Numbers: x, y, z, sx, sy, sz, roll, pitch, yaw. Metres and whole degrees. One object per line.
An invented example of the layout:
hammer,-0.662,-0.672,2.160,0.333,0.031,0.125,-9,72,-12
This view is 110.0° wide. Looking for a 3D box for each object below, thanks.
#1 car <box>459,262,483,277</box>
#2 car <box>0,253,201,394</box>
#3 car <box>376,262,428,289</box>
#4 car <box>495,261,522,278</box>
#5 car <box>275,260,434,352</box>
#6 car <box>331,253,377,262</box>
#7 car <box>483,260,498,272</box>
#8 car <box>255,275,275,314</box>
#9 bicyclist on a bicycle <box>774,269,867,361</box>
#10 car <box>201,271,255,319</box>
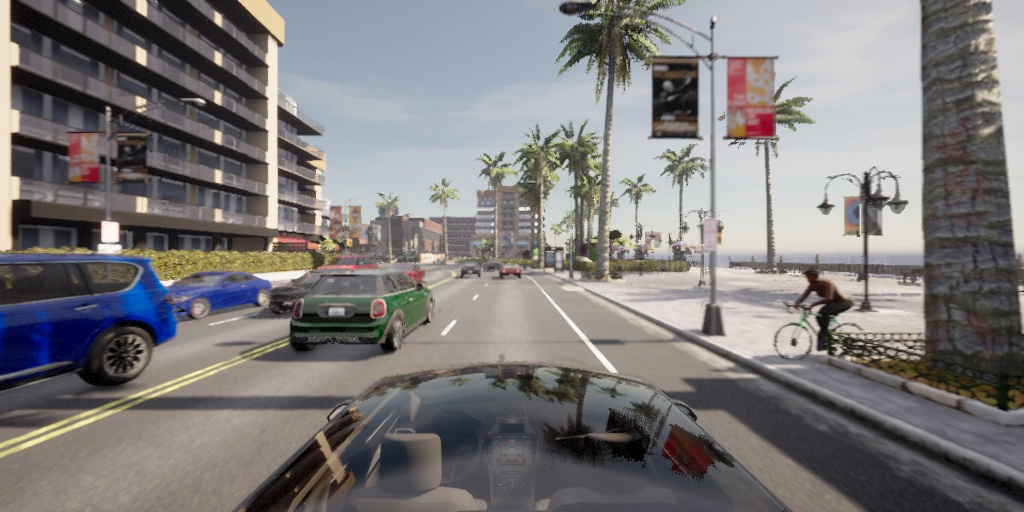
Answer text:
car,-3.948,1.252,34.287,1.812,1.442,4.674,0,0,-6
car,-7.089,0.972,4.081,2.150,2.045,5.566,0,0,0
car,-7.118,1.213,23.779,1.882,1.535,5.008,0,0,0
car,-0.244,1.327,32.776,1.895,1.301,4.718,0,0,-4
car,-3.403,1.097,9.093,2.097,1.767,4.553,0,0,0
car,-10.618,0.958,23.503,2.150,2.045,5.566,0,0,0
car,-2.623,1.223,46.592,1.837,1.490,4.892,0,0,-15
car,-7.094,1.221,13.829,1.882,1.535,5.008,0,0,0
bicyclist on a bicycle,5.400,1.045,6.278,1.656,1.620,0.582,0,0,0
car,-10.600,1.271,12.762,1.812,1.442,4.674,0,0,0
